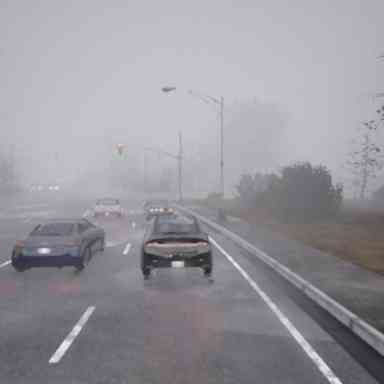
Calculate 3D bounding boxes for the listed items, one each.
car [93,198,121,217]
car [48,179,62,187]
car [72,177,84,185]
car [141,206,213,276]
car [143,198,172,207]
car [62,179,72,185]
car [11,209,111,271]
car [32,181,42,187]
[{"bbox_3d":[-6.300,1.117,25.063,1.895,1.301,4.718,-1,3,-12],"label":"car"},{"bbox_3d":[-32.562,-1.980,77.981,2.128,1.511,4.902,-2,4,-28],"label":"car"},{"bbox_3d":[-30.267,-2.882,88.578,2.150,2.045,5.566,-2,3,-28],"label":"car"},{"bbox_3d":[-0.508,1.429,10.172,2.128,1.511,4.902,0,1,-4],"label":"car"},{"bbox_3d":[-2.453,1.102,23.826,2.033,1.411,5.357,-1,2,-11],"label":"car"},{"bbox_3d":[-33.346,-2.529,86.931,1.882,1.535,5.008,-2,3,-28],"label":"car"},{"bbox_3d":[-4.107,1.507,10.878,1.994,1.385,4.181,0,1,-5],"label":"car"},{"bbox_3d":[-35.658,-1.854,76.354,1.994,1.385,4.181,-2,4,-28],"label":"car"}]
